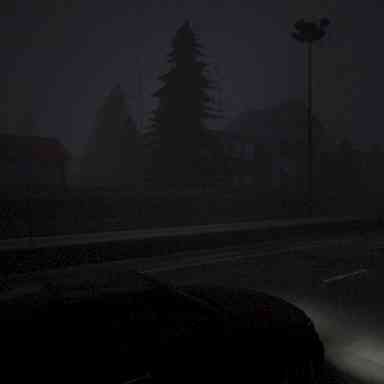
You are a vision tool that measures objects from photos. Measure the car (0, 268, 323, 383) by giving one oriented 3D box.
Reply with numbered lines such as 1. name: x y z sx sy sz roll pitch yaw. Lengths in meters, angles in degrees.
1. car: -0.676 1.527 3.264 4.674 1.442 1.812 0 0 -36
